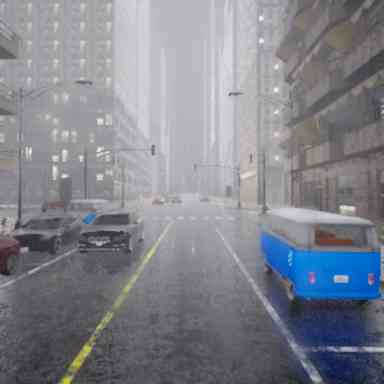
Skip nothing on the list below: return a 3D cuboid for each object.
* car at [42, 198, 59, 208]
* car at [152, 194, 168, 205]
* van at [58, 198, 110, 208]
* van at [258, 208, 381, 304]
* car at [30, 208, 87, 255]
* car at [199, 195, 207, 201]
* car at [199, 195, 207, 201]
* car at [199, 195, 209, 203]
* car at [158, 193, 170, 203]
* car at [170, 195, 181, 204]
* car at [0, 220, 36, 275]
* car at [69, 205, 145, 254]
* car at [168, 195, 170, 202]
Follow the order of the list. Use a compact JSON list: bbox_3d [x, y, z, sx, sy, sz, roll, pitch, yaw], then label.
[{"bbox_3d":[-16.498,1.460,41.544,4.097,1.590,1.967,0,-1,0],"label":"car"},{"bbox_3d":[-5.683,1.387,56.966,1.967,1.590,4.097,1,0,0],"label":"car"},{"bbox_3d":[-5.812,1.324,18.900,1.690,1.788,3.998,1,0,0],"label":"van"},{"bbox_3d":[2.706,1.334,7.873,1.690,1.788,3.998,1,0,0],"label":"van"},{"bbox_3d":[-5.646,1.554,13.359,1.947,1.339,4.313,1,0,0],"label":"car"},{"bbox_3d":[2.690,1.488,84.912,1.947,1.339,4.313,1,0,0],"label":"car"},{"bbox_3d":[2.692,1.452,79.505,1.752,1.417,4.829,1,0,0],"label":"car"},{"bbox_3d":[2.692,1.519,68.179,1.802,1.307,4.206,1,0,0],"label":"car"},{"bbox_3d":[-5.682,1.252,68.116,2.192,1.841,5.009,1,0,0],"label":"car"},{"bbox_3d":[-3.011,1.432,63.465,1.882,1.535,5.008,0,1,0],"label":"car"},{"bbox_3d":[-5.645,1.575,7.819,1.802,1.307,4.206,1,0,0],"label":"car"},{"bbox_3d":[-3.086,1.492,13.503,1.837,1.490,4.892,0,0,0],"label":"car"},{"bbox_3d":[-5.687,1.524,62.541,1.802,1.307,4.206,1,0,0],"label":"car"}]
